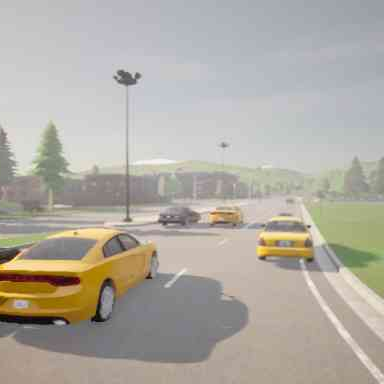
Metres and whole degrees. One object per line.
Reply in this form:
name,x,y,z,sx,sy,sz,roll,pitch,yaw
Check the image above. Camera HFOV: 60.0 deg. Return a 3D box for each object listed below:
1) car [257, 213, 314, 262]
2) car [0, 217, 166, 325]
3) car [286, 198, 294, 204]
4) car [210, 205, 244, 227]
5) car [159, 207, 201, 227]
car,3.544,1.568,12.588,1.801,1.575,5.366,-1,-1,16
car,-2.201,1.572,7.512,1.882,1.535,5.008,-1,-1,10
car,23.344,2.075,79.258,2.033,1.411,5.357,-1,-1,18
car,2.752,1.732,25.547,1.882,1.535,5.008,-1,-1,17
car,-0.880,1.826,25.697,2.033,1.411,5.357,-1,-1,18
